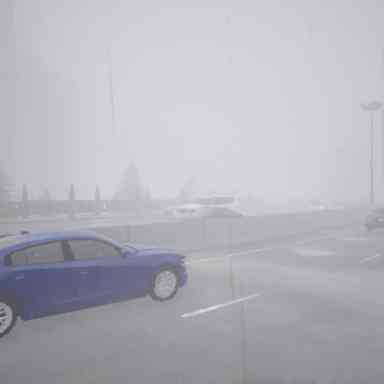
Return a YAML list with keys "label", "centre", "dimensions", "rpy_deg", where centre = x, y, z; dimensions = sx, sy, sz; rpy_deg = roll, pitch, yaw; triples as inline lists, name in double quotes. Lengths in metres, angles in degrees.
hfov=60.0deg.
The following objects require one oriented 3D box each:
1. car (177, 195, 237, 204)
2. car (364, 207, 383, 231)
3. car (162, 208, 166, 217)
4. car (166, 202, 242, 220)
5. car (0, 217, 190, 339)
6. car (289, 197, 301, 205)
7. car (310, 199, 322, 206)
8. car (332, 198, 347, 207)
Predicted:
- label: "car"
  centre: [1.211, 1.254, 23.990]
  dimensions: [2.150, 2.045, 5.566]
  rpy_deg: [0, 0, 44]
- label: "car"
  centre: [11.850, 1.575, 19.794]
  dimensions: [2.033, 1.411, 5.357]
  rpy_deg: [0, 0, 42]
- label: "car"
  centre: [-0.360, 1.394, 27.495]
  dimensions: [2.097, 1.767, 4.553]
  rpy_deg: [0, 0, 43]
- label: "car"
  centre: [1.044, 1.545, 18.941]
  dimensions: [4.674, 1.442, 1.812]
  rpy_deg: [0, 0, -44]
- label: "car"
  centre: [-2.385, 1.479, 6.549]
  dimensions: [5.008, 1.535, 1.882]
  rpy_deg: [0, 0, -37]
- label: "car"
  centre: [19.550, 1.728, 63.051]
  dimensions: [1.882, 1.535, 5.008]
  rpy_deg: [0, 0, 16]
- label: "car"
  centre: [22.061, 1.818, 59.308]
  dimensions: [1.895, 1.301, 4.718]
  rpy_deg: [0, 0, 18]
- label: "car"
  centre: [23.978, 1.746, 54.273]
  dimensions: [1.994, 1.385, 4.181]
  rpy_deg: [0, 0, 20]
